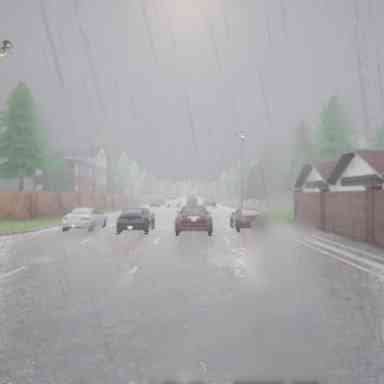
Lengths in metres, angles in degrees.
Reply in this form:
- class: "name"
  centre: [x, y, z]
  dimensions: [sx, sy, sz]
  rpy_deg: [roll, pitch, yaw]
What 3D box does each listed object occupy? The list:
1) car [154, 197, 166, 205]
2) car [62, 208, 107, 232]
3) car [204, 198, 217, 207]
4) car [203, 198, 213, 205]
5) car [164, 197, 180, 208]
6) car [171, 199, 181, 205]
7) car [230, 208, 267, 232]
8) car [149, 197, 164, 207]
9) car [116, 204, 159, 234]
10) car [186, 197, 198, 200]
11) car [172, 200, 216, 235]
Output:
- class: "car"
  centre: [-7.000, 1.959, 73.056]
  dimensions: [2.097, 1.767, 4.553]
  rpy_deg: [0, -1, 0]
- class: "car"
  centre: [-6.913, 1.750, 21.641]
  dimensions: [1.812, 1.442, 4.674]
  rpy_deg: [0, -1, 0]
- class: "car"
  centre: [3.500, 2.004, 63.052]
  dimensions: [2.097, 1.767, 4.553]
  rpy_deg: [0, -1, 0]
- class: "car"
  centre: [3.500, 2.082, 73.085]
  dimensions: [1.882, 1.535, 5.008]
  rpy_deg: [0, -1, 0]
- class: "car"
  centre: [-3.500, 1.870, 62.698]
  dimensions: [2.150, 2.045, 5.566]
  rpy_deg: [0, -1, 0]
- class: "car"
  centre: [-3.500, 2.156, 73.084]
  dimensions: [1.994, 1.385, 4.181]
  rpy_deg: [0, -1, 0]
- class: "car"
  centre: [3.587, 1.750, 21.627]
  dimensions: [1.812, 1.442, 4.674]
  rpy_deg: [0, -1, 0]
- class: "car"
  centre: [-7.000, 2.196, 62.664]
  dimensions: [2.033, 1.411, 5.357]
  rpy_deg: [0, -1, 0]
- class: "car"
  centre: [-3.400, 1.719, 20.657]
  dimensions: [1.837, 1.490, 4.892]
  rpy_deg: [0, -1, 0]
- class: "car"
  centre: [0.000, 1.870, 62.698]
  dimensions: [2.150, 2.045, 5.566]
  rpy_deg: [0, -1, 0]
- class: "car"
  centre: [0.101, 1.563, 20.305]
  dimensions: [2.097, 1.767, 4.553]
  rpy_deg: [0, -1, 0]
